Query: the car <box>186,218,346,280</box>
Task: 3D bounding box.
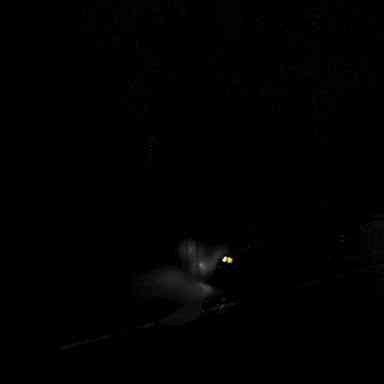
[{"bbox_3d":[2.463,1.507,10.017,5.357,1.411,2.033,0,0,-35],"label":"car"}]
